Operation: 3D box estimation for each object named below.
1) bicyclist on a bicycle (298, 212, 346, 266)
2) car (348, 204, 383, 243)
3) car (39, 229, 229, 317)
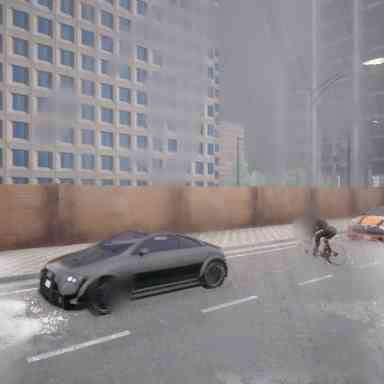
[{"bbox_3d":[4.020,1.455,10.423,0.582,1.620,1.656,0,-2,-37],"label":"bicyclist on a bicycle"},{"bbox_3d":[9.201,1.352,15.393,4.553,1.767,2.097,0,0,-37],"label":"car"},{"bbox_3d":[-1.150,1.564,7.540,4.181,1.385,1.994,0,0,-37],"label":"car"}]
